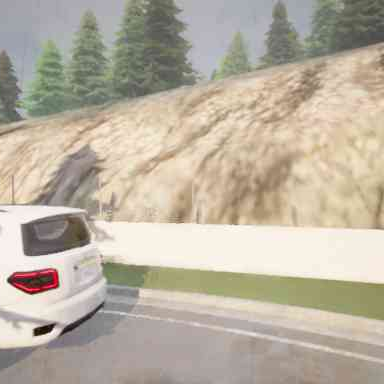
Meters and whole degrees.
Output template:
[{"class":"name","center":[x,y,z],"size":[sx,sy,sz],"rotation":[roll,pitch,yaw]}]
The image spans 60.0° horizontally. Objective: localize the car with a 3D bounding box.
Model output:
[{"class":"car","center":[-4.129,1.232,5.140],"size":[5.566,2.045,2.150],"rotation":[0,-1,10]}]
